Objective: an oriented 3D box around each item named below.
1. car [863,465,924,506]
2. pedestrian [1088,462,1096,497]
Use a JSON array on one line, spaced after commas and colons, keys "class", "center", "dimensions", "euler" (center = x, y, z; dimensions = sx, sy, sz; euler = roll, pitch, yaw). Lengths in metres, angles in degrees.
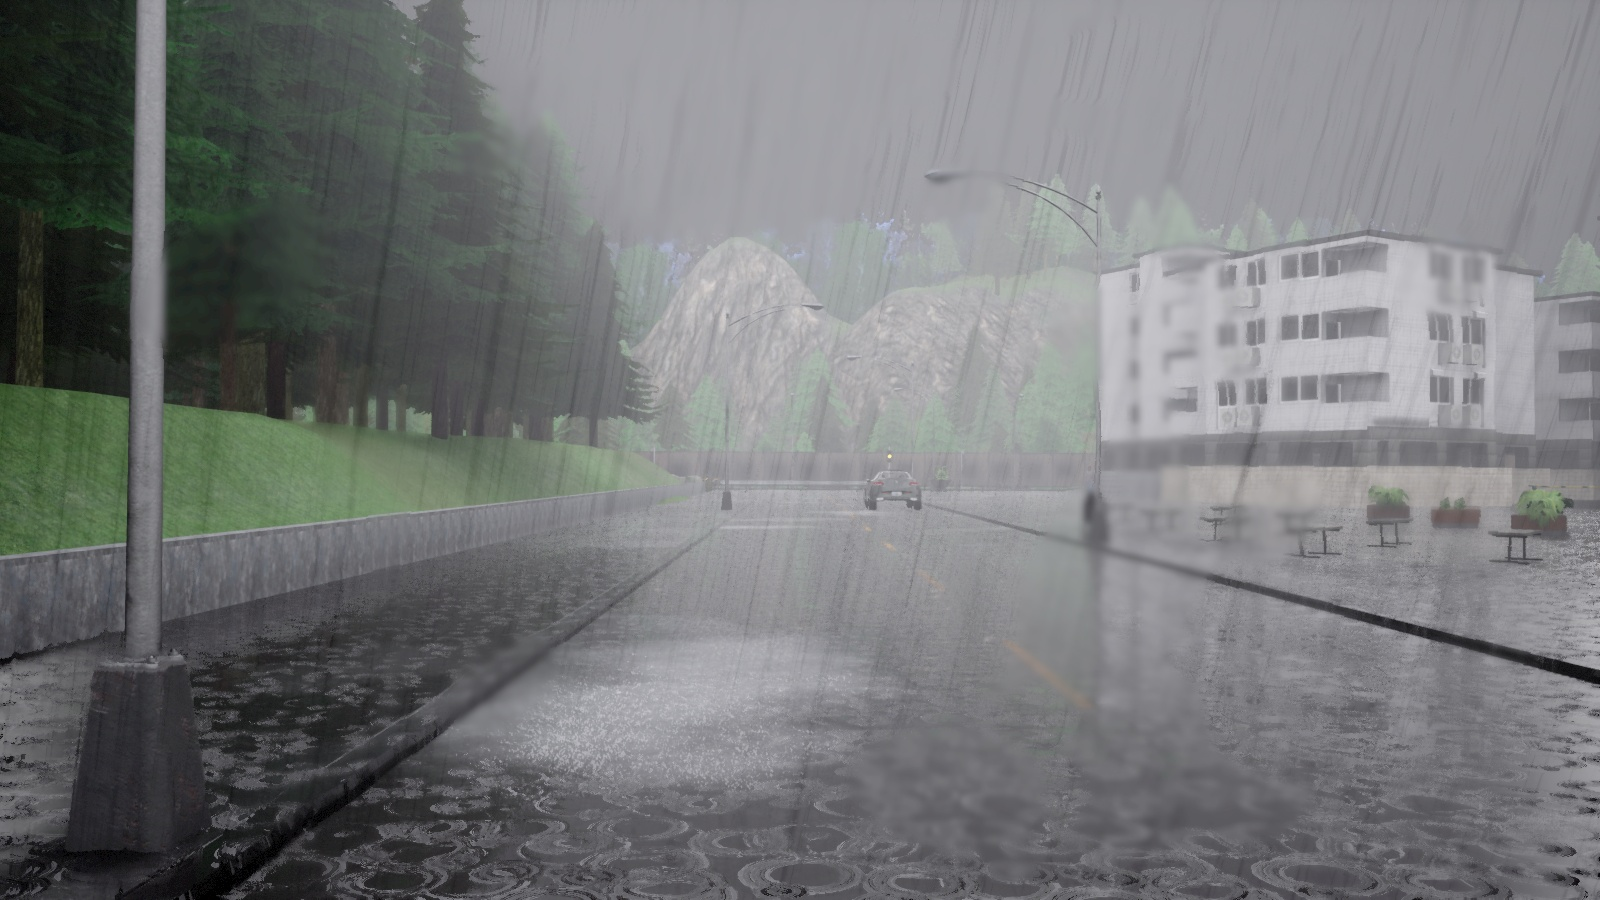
[{"class": "car", "center": [3.881, 1.463, 52.878], "dimensions": [2.152, 1.651, 5.027], "euler": [0, -1, 0]}, {"class": "pedestrian", "center": [15.344, 1.569, 66.034], "dimensions": [0.354, 1.836, 0.706], "euler": [0, -1, 9]}]
